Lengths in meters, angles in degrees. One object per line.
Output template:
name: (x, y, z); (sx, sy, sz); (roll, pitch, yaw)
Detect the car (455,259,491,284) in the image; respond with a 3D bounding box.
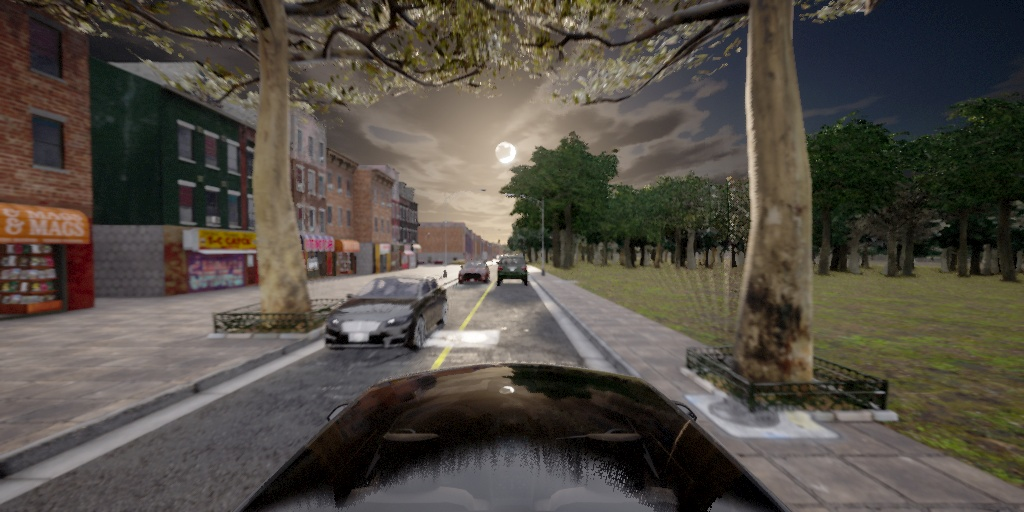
car: (-2.796, 1.114, 27.424); (2.097, 1.767, 4.553); (0, 0, 0)

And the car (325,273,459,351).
car: (-2.854, 1.246, 9.132); (2.128, 1.511, 4.902); (0, 0, 0)

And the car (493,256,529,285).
car: (0.027, 0.983, 26.264); (2.150, 2.045, 5.566); (0, 0, 0)
